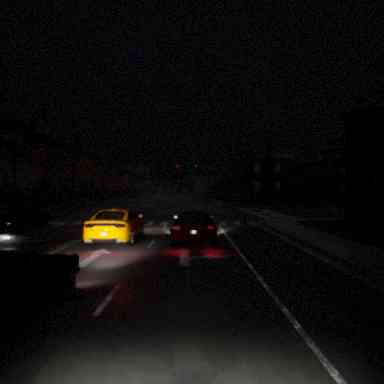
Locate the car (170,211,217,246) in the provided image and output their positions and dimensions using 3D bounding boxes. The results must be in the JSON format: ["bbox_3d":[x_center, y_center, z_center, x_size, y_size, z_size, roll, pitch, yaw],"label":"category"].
[{"bbox_3d":[0.095,1.551,15.205,1.994,1.385,4.181,0,0,1],"label":"car"}]

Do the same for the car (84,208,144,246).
[{"bbox_3d":[-3.397,1.464,15.231,1.882,1.535,5.008,0,0,0],"label":"car"}]

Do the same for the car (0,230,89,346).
[{"bbox_3d":[-3.400,1.596,5.377,1.895,1.301,4.718,0,0,0],"label":"car"}]

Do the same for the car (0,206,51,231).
[{"bbox_3d":[-10.495,1.597,20.372,2.033,1.411,5.357,0,0,0],"label":"car"}]
